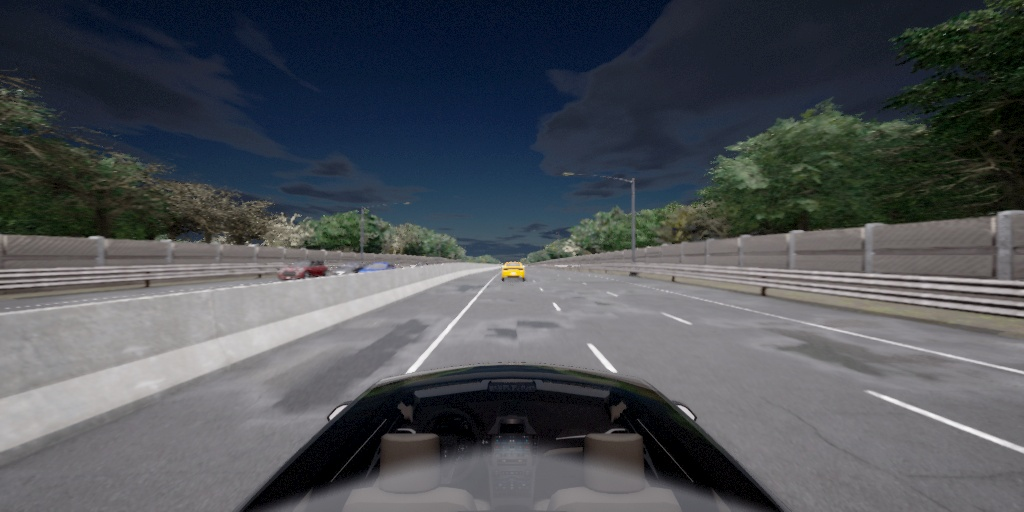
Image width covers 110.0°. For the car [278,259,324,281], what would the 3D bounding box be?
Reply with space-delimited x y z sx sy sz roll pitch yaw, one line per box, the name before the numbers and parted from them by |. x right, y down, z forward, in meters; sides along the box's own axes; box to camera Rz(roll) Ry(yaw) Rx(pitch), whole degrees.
car | -17.556 1.144 30.410 2.097 1.767 4.553 0 0 0

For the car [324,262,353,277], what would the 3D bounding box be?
car | -14.060 1.298 31.744 2.128 1.511 4.902 0 -1 0

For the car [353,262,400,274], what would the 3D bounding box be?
car | -10.568 1.259 28.828 1.882 1.535 5.008 0 -1 0

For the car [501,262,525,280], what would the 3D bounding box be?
car | 0.115 1.274 31.230 1.882 1.535 5.008 0 -1 0
